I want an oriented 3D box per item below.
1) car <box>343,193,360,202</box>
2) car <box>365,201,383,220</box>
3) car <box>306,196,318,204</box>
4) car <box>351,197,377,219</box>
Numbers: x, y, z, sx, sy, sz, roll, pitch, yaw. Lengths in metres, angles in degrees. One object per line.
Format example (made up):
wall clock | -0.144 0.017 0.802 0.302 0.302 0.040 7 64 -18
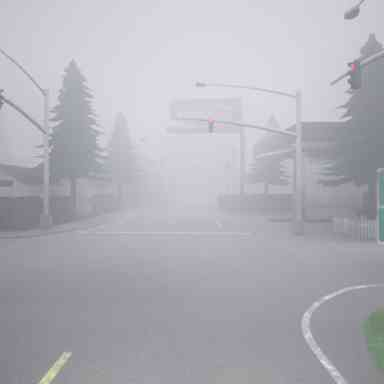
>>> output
car | 35.187 1.459 71.700 2.007 1.523 4.514 0 0 0
car | 18.814 1.659 30.576 4.611 1.667 2.242 0 0 0
car | 22.753 1.525 63.957 1.970 1.475 3.806 0 0 0
car | 14.465 1.494 24.923 3.866 1.878 1.905 0 0 0
